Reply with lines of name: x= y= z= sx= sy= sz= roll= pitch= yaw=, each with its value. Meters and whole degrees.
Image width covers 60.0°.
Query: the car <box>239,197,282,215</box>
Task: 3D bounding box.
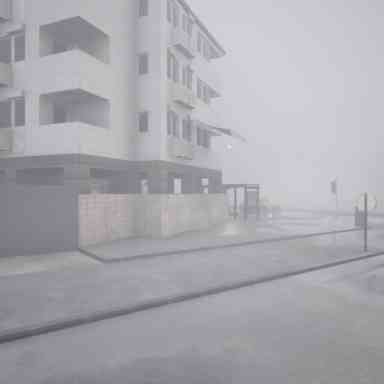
car: x=7.040 y=1.352 z=34.508 sx=2.097 sy=1.767 sz=4.553 roll=0 pitch=0 yaw=-36
